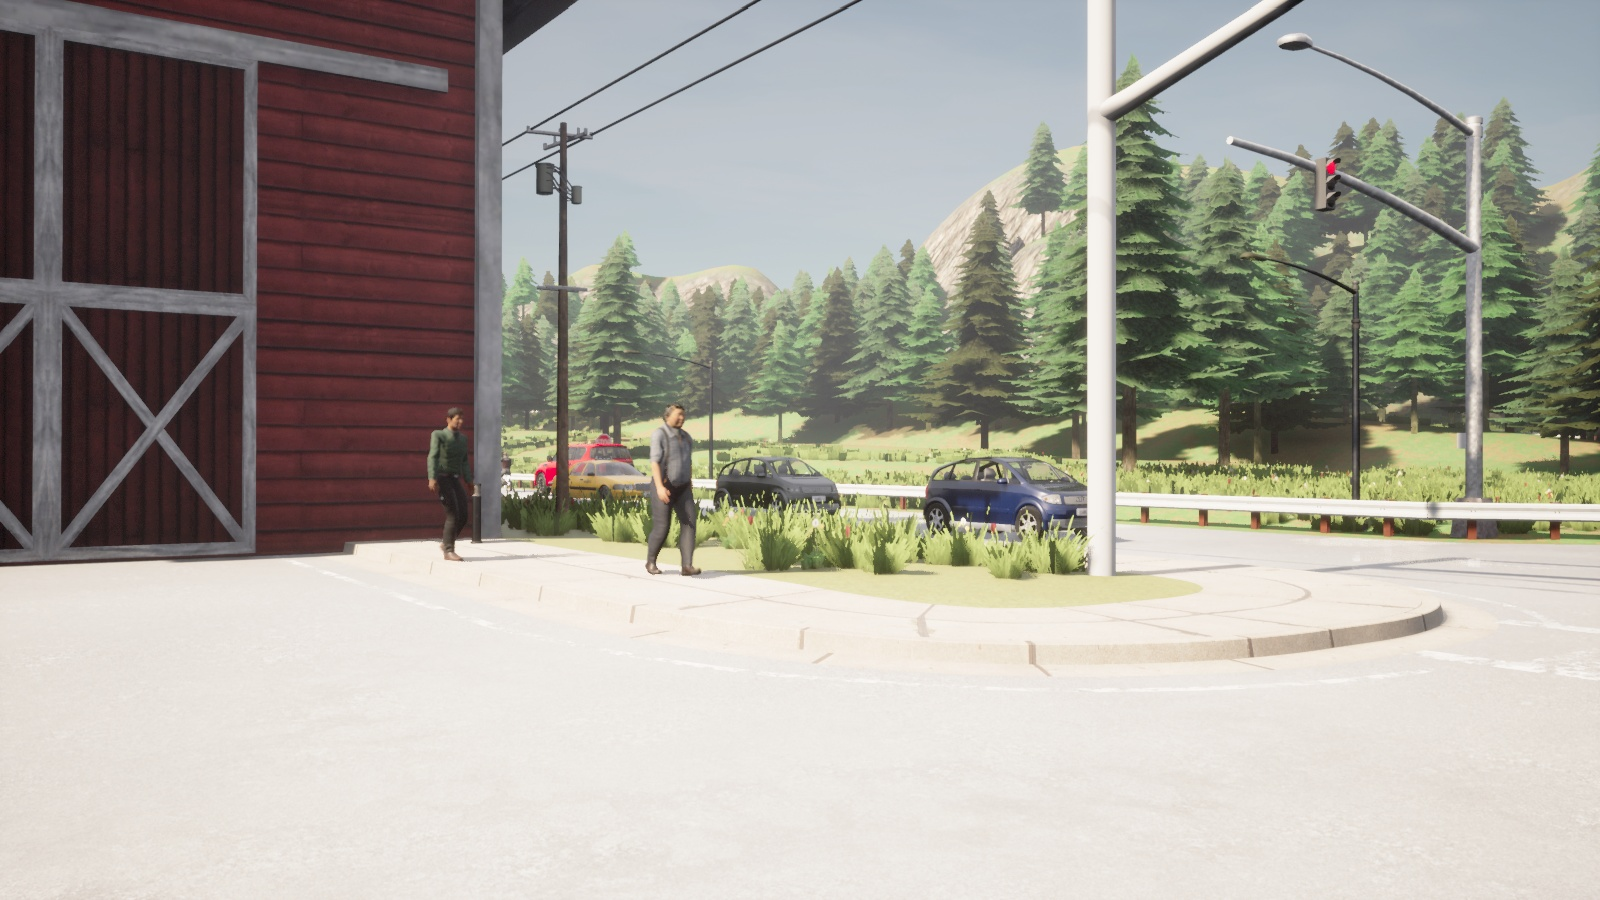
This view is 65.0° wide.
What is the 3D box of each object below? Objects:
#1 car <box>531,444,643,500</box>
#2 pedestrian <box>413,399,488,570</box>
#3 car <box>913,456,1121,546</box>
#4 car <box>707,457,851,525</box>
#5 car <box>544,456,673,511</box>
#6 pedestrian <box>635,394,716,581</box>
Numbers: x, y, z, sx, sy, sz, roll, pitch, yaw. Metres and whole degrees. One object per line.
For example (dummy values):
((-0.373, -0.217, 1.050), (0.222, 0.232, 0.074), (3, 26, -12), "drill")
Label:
((-8.285, 0.815, 48.326), (2.150, 2.045, 5.566), (0, 0, -34), "car")
((-4.101, 0.394, 14.728), (0.788, 1.949, 0.423), (0, 0, 31), "pedestrian")
((4.008, 0.891, 23.679), (1.789, 1.549, 3.705), (0, 0, -34), "car")
((-0.572, 0.945, 30.515), (1.789, 1.549, 3.705), (0, 0, -34), "car")
((-5.980, 0.969, 38.589), (1.801, 1.575, 5.366), (0, 0, -34), "car")
((-1.284, 0.375, 12.885), (0.540, 1.848, 0.694), (0, 0, -38), "pedestrian")
